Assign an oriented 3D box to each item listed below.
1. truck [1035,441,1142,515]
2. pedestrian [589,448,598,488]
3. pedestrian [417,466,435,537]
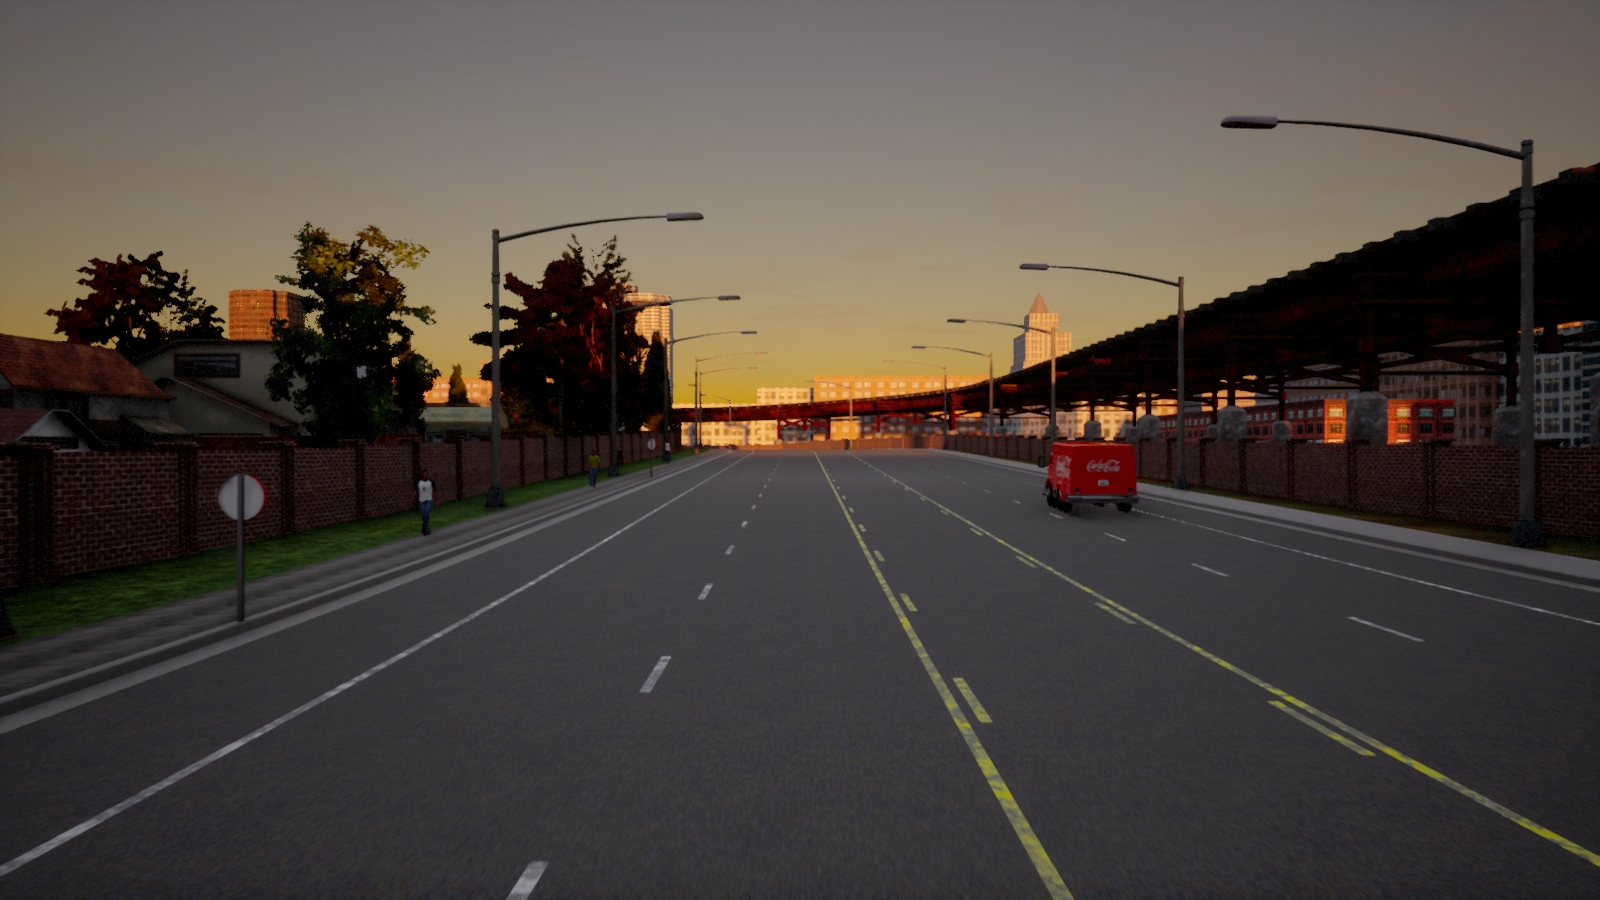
[{"bbox_3d":[10.503,0.964,42.083,2.627,2.467,5.204,0,1,0],"label":"truck"},{"bbox_3d":[-9.632,0.840,53.239,0.375,1.860,0.375,0,0,-1],"label":"pedestrian"},{"bbox_3d":[-9.888,1.354,30.218,0.375,1.860,0.375,0,0,-2],"label":"pedestrian"}]
